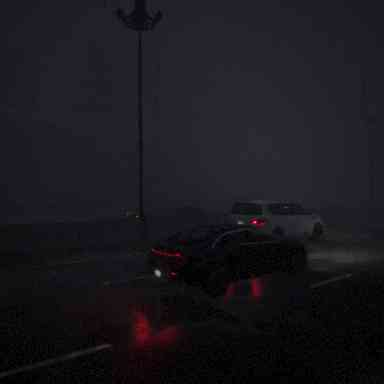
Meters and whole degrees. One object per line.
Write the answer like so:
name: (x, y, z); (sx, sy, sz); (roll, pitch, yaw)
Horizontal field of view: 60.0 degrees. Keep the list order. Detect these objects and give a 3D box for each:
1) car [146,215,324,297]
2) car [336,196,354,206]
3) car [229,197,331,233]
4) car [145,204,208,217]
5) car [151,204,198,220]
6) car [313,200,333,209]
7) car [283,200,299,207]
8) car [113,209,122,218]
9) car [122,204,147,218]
car: (1.145, 1.604, 8.953); (4.902, 1.511, 2.128); (0, -1, -38)
car: (25.877, 1.730, 56.167); (2.150, 2.045, 5.566); (-1, -1, 33)
car: (3.992, 1.392, 15.472); (5.566, 2.045, 2.150); (0, -1, -41)
car: (-0.833, 1.855, 25.695); (4.892, 1.490, 1.837); (0, -1, -41)
car: (-1.729, 1.997, 34.267); (4.674, 1.442, 1.812); (0, -1, -43)
car: (22.890, 2.103, 57.972); (2.033, 1.411, 5.357); (-1, -1, 33)
car: (19.755, 2.241, 66.173); (1.994, 1.385, 4.181); (-1, -1, 31)
car: (-5.944, 2.025, 35.161); (4.892, 1.490, 1.837); (0, -1, -42)
car: (-3.221, 1.931, 28.255); (4.674, 1.442, 1.812); (0, -1, -41)
